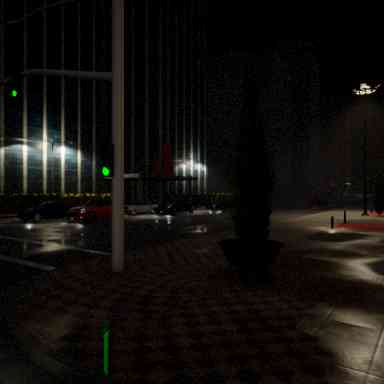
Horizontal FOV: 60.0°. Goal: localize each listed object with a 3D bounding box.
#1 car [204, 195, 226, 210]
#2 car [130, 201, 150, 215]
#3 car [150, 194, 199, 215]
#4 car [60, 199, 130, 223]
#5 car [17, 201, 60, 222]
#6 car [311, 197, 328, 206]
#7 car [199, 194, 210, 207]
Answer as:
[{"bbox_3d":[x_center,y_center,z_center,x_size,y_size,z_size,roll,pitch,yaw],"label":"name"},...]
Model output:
[{"bbox_3d":[4.109,1.492,42.483,2.128,1.511,4.902,0,0,35],"label":"car"},{"bbox_3d":[-5.593,1.601,34.712,1.895,1.301,4.718,0,0,35],"label":"car"},{"bbox_3d":[-1.731,1.352,34.126,2.097,1.767,4.553,0,0,35],"label":"car"},{"bbox_3d":[-7.420,1.352,25.965,2.097,1.767,4.553,0,0,35],"label":"car"},{"bbox_3d":[-11.255,1.478,26.586,1.882,1.535,5.008,0,0,35],"label":"car"},{"bbox_3d":[20.488,1.505,53.430,1.837,1.490,4.892,0,0,35],"label":"car"},{"bbox_3d":[0.539,1.221,43.485,2.150,2.045,5.566,0,0,35],"label":"car"}]
